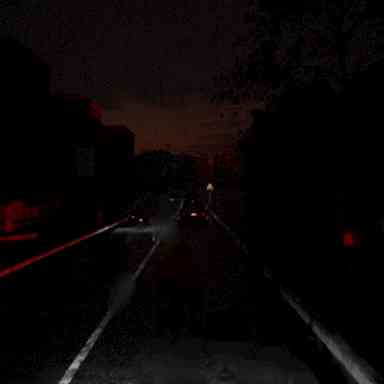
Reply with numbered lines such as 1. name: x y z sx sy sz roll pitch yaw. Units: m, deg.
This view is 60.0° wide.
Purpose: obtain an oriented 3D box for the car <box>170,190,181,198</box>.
1. car: -3.065 0.277 63.619 1.882 1.535 5.008 0 3 0

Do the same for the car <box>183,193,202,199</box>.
1. car: 0.070 1.099 40.563 2.150 2.045 5.566 0 1 0

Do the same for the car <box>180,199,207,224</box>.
1. car: 0.084 1.500 23.996 2.033 1.411 5.357 0 0 0

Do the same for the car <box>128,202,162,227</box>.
1. car: -3.115 1.460 22.683 1.837 1.490 4.892 0 0 0
